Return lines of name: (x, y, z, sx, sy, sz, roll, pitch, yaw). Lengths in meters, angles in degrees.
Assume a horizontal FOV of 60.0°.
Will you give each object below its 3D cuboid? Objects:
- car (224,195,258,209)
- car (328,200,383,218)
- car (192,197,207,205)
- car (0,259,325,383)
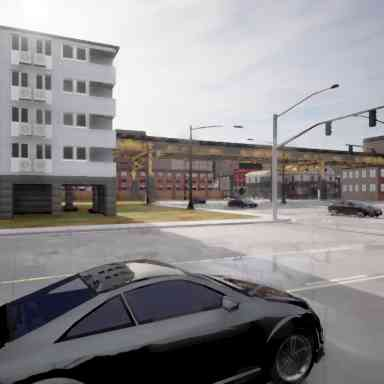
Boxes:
car: (6.924, 1.548, 45.968, 2.033, 1.411, 5.357, 0, 0, -25)
car: (14.554, 1.505, 29.931, 1.837, 1.490, 4.892, 0, 0, -26)
car: (1.297, 1.548, 59.828, 2.033, 1.411, 5.357, 0, 0, -10)
car: (-0.379, 1.564, 4.054, 4.181, 1.385, 1.994, 0, 0, -30)
